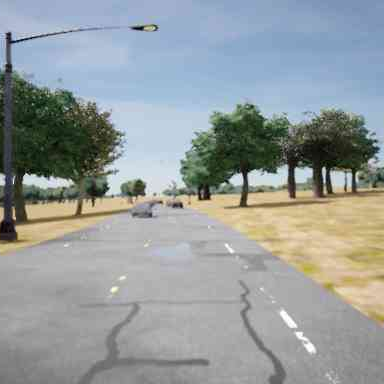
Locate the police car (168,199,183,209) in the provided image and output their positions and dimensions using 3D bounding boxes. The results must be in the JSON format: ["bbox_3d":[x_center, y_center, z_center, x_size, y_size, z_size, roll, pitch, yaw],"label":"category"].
[{"bbox_3d":[-2.656,2.078,59.226,1.930,1.638,5.238,0,-1,-7],"label":"police car"}]

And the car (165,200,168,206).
[{"bbox_3d":[-3.979,2.389,69.081,1.812,1.442,4.674,0,-1,-8],"label":"car"}]

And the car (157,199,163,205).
[{"bbox_3d":[-9.047,2.800,92.983,1.837,1.490,4.892,0,-2,-11],"label":"car"}]

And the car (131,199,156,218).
[{"bbox_3d":[-4.779,1.751,32.585,1.812,1.442,4.674,0,0,-4],"label":"car"}]

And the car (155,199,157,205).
[{"bbox_3d":[-9.344,2.438,74.130,1.994,1.385,4.181,0,-1,-9],"label":"car"}]
